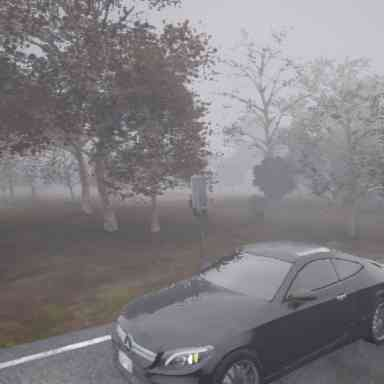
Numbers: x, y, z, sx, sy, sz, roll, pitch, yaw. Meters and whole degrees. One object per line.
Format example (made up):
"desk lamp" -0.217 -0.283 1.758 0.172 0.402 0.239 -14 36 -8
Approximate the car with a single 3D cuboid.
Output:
"car" 1.203 1.512 4.834 4.674 1.442 1.812 0 0 -35
